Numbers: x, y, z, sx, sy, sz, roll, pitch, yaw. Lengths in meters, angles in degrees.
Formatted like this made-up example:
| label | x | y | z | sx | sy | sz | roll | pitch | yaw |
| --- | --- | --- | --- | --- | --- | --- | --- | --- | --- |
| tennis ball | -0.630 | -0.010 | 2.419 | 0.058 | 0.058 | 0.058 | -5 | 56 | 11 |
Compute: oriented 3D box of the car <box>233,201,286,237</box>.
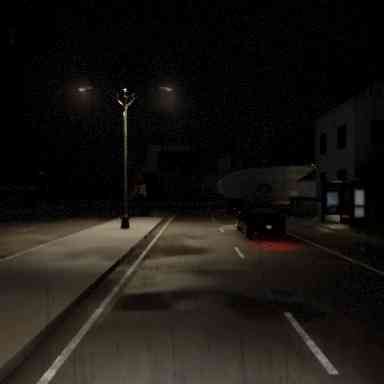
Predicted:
| label | x | y | z | sx | sy | sz | roll | pitch | yaw |
| --- | --- | --- | --- | --- | --- | --- | --- | --- | --- |
| car | 3.602 | 1.485 | 18.020 | 1.882 | 1.535 | 5.008 | 0 | 0 | 0 |

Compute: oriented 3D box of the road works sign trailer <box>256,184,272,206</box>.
| label | x | y | z | sx | sy | sz | roll | pitch | yaw |
| --- | --- | --- | --- | --- | --- | --- | --- | --- | --- |
| road works sign trailer | 12.020 | 0.486 | 54.216 | 2.380 | 3.560 | 2.880 | 0 | 0 | 35 |

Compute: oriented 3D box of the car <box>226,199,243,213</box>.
| label | x | y | z | sx | sy | sz | roll | pitch | yaw |
| --- | --- | --- | --- | --- | --- | --- | --- | --- | --- |
| car | 4.825 | 1.492 | 36.339 | 1.882 | 1.535 | 5.008 | 0 | 0 | 11 |
